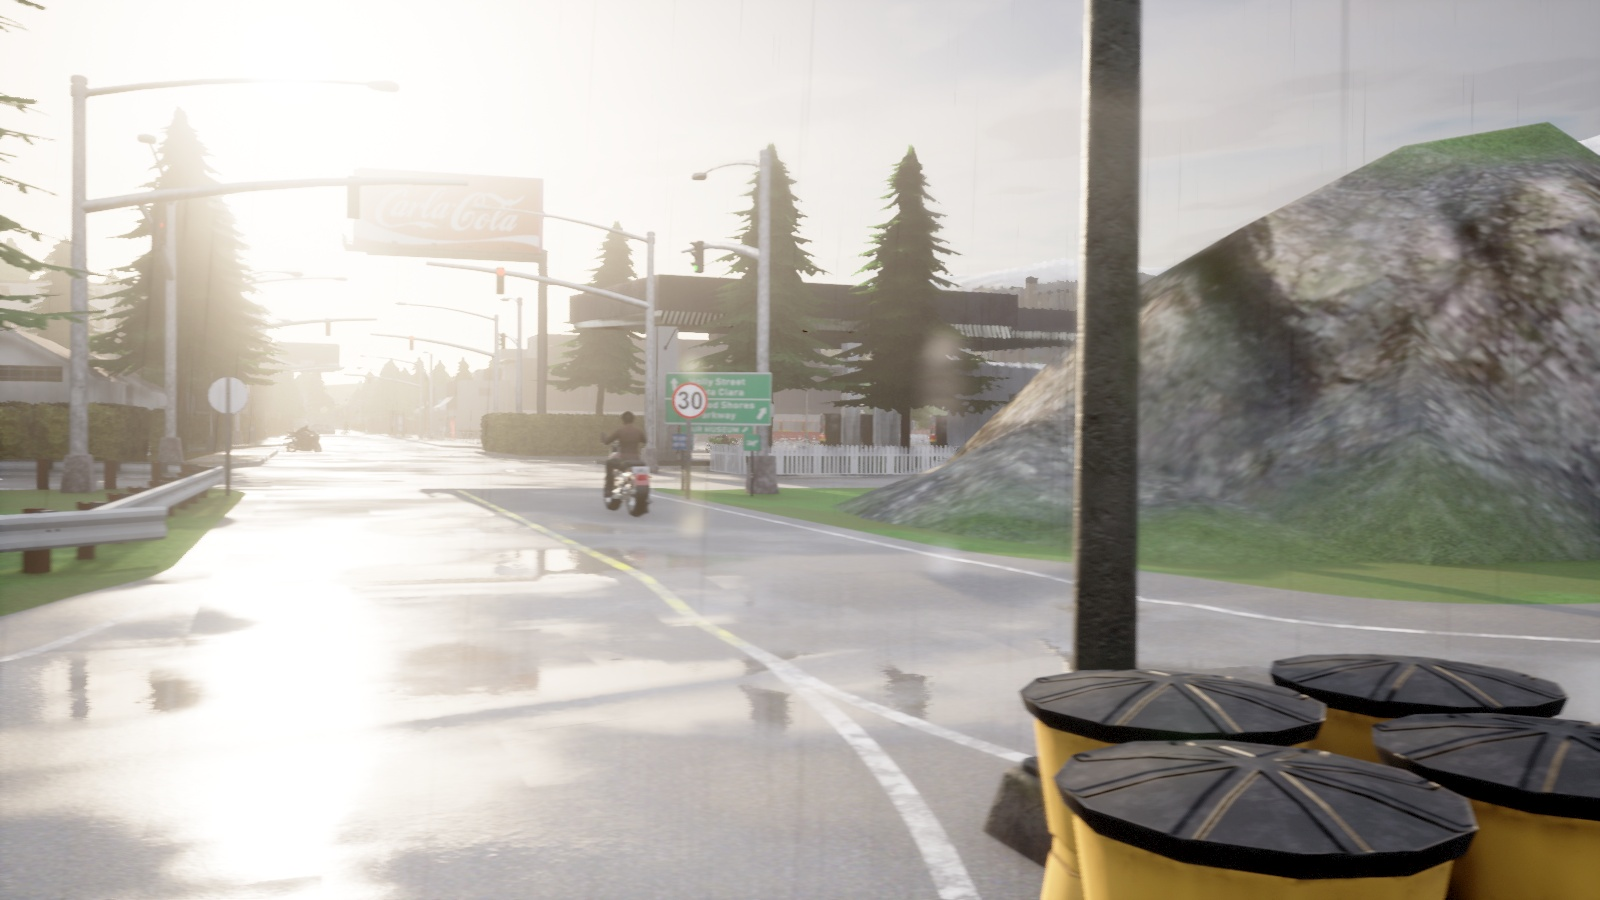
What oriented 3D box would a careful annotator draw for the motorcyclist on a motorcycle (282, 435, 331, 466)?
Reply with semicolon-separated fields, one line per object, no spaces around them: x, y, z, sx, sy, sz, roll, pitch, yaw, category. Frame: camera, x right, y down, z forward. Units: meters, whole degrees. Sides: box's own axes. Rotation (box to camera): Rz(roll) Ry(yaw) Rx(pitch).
-25.165;0.022;64.038;2.191;1.530;0.866;0;4;17;motorcyclist on a motorcycle

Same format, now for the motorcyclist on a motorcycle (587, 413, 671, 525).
-2.715;0.261;19.748;0.766;1.649;2.350;-1;1;-21;motorcyclist on a motorcycle

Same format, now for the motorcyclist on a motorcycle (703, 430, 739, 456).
-4.871;-0.430;77.359;2.044;1.523;0.797;-1;1;-21;motorcyclist on a motorcycle
